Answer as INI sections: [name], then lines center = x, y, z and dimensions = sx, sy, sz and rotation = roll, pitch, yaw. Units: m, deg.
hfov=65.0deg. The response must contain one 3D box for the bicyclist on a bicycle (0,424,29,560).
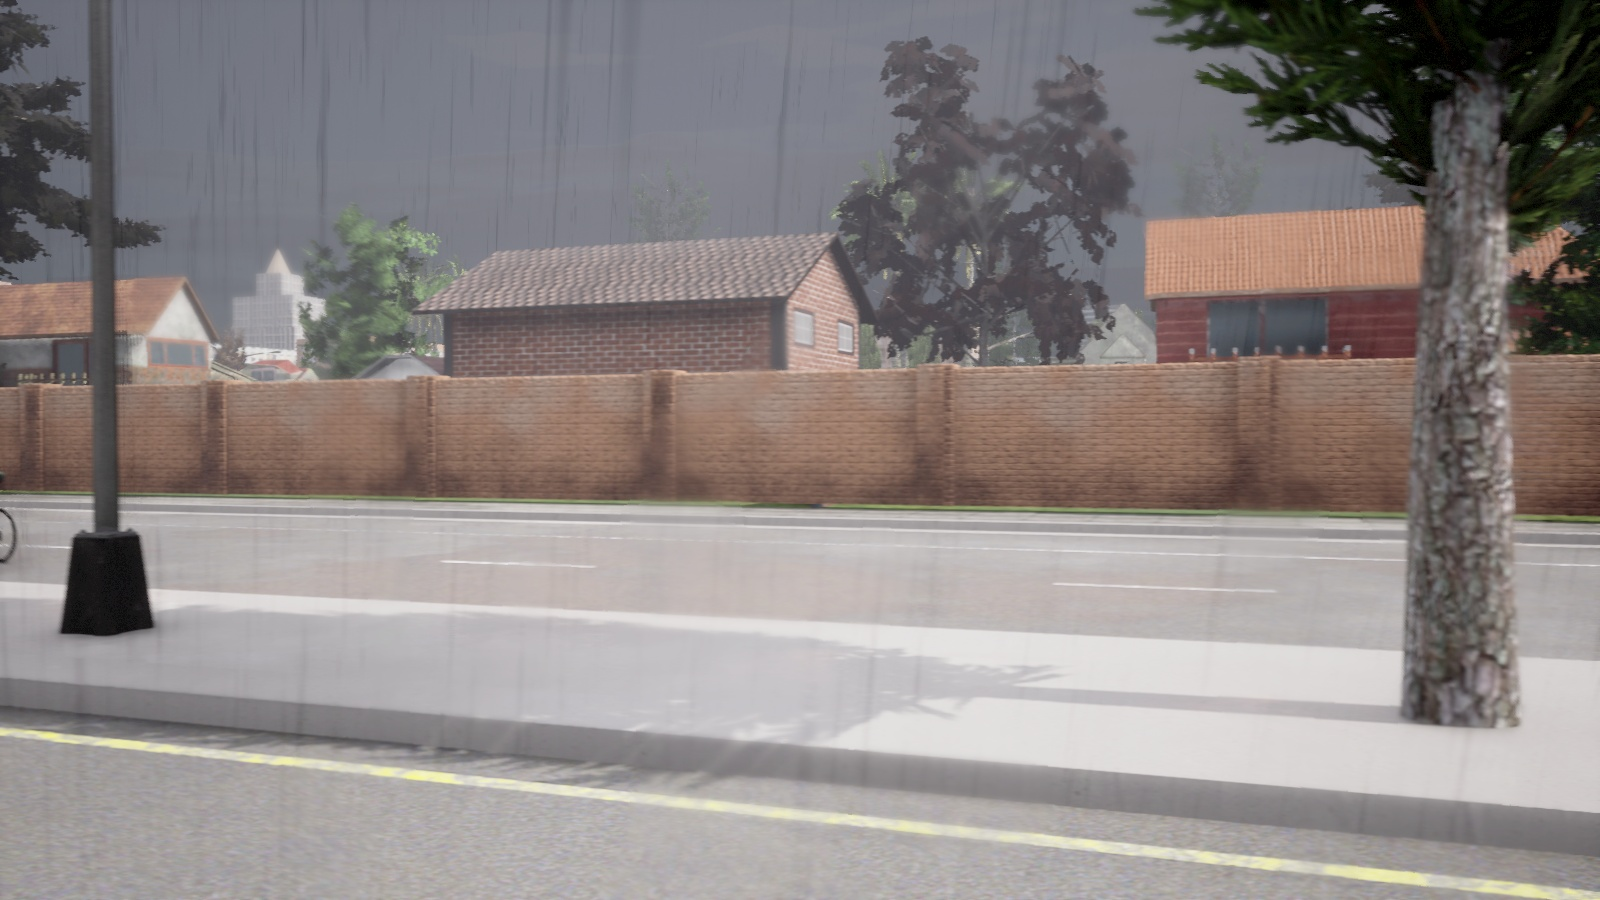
[bicyclist on a bicycle]
center = -10.292, 0.494, 15.314
dimensions = 1.656, 1.620, 0.582
rotation = 0, 1, 19
